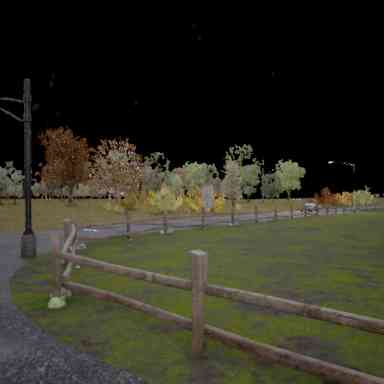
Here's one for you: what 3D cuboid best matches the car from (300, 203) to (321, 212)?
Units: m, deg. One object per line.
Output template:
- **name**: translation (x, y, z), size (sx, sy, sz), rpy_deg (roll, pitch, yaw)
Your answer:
- **car**: translation (18.924, 2.444, 52.945), size (2.033, 1.411, 5.357), rpy_deg (-1, -2, 40)
